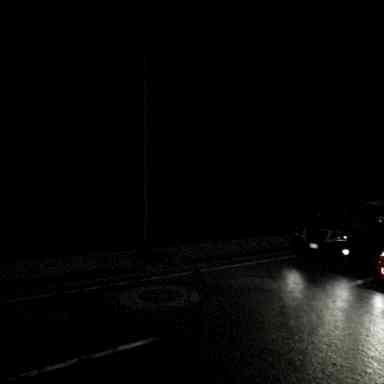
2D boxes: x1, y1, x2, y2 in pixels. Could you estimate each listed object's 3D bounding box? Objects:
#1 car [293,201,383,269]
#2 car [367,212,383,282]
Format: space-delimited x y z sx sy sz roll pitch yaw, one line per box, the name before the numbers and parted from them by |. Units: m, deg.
car | 6.047 1.353 11.986 5.566 2.045 2.150 1 0 -35
car | 6.742 1.466 8.490 4.553 1.767 2.097 1 0 -35
